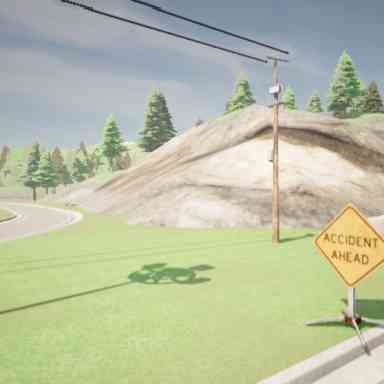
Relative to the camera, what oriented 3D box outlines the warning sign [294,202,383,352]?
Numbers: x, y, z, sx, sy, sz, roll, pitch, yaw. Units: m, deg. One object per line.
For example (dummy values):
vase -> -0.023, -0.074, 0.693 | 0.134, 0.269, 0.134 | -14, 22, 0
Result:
warning sign -> 2.425, 1.099, 5.046 | 1.060, 1.860, 1.300 | 0, 0, -35
